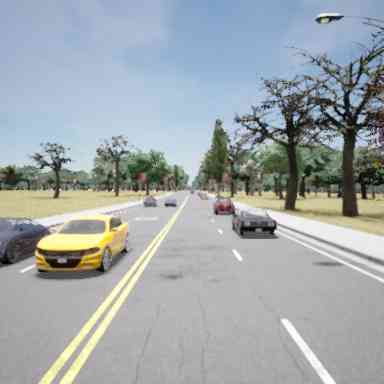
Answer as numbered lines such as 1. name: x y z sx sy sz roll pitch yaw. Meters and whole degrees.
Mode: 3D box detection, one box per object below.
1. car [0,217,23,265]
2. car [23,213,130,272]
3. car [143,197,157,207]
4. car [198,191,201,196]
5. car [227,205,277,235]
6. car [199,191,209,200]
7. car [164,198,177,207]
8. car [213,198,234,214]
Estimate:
1. car: -6.587 1.592 11.688 1.994 1.385 4.181 0 0 0
2. car: -3.338 1.504 11.043 1.882 1.535 5.008 0 0 0
3. car: -6.516 1.559 51.983 1.837 1.490 4.892 0 0 0
4. car: 3.355 1.154 95.364 1.837 1.490 4.892 0 1 0
5. car: 3.373 1.640 18.950 1.895 1.301 4.718 0 0 0
6. car: 3.343 1.213 84.555 1.801 1.575 5.366 0 1 0
7. car: -3.264 1.601 51.993 2.033 1.411 5.357 0 0 0
8. car: 3.390 1.416 35.923 2.097 1.767 4.553 0 0 0
